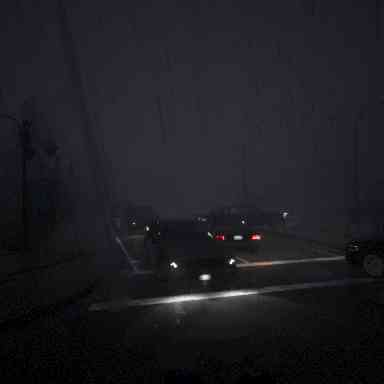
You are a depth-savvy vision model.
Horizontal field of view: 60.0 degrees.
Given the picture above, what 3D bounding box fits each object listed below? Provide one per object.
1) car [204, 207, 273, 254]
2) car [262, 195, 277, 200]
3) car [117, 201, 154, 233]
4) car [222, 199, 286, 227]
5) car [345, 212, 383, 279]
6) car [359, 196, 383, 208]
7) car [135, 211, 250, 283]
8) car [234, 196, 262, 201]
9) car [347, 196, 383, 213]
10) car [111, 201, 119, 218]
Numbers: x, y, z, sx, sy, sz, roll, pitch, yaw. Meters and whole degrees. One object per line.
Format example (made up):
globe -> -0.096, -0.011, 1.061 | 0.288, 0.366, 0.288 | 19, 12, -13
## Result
car -> 1.348, 1.538, 13.403 | 2.033, 1.411, 5.357 | 0, 0, -4
car -> 10.314, 1.277, 47.135 | 2.152, 1.636, 5.027 | 0, 0, -17
car -> -3.111, 1.529, 19.954 | 2.033, 1.411, 5.357 | 0, 0, -17
car -> 2.839, 1.467, 19.910 | 5.357, 1.411, 2.033 | -3, 1, -15
car -> 6.534, 1.475, 8.257 | 5.008, 1.535, 1.882 | 0, 0, 39
car -> 23.875, 1.273, 43.219 | 1.845, 1.501, 3.633 | 0, 0, -17
car -> -0.370, 1.543, 10.122 | 2.033, 1.411, 5.357 | 0, 0, -15
car -> 7.327, 1.287, 46.177 | 2.007, 1.523, 4.514 | 0, 0, -17
car -> 15.578, 1.356, 29.226 | 1.970, 1.475, 3.806 | 0, 0, -17
car -> -6.280, 1.515, 30.103 | 2.033, 1.411, 5.357 | 0, 0, -17
